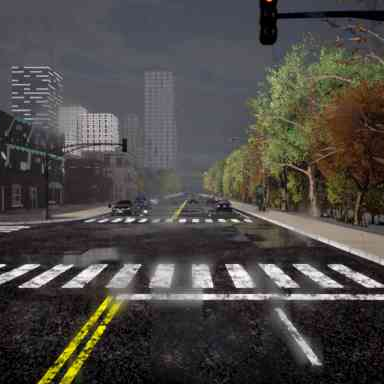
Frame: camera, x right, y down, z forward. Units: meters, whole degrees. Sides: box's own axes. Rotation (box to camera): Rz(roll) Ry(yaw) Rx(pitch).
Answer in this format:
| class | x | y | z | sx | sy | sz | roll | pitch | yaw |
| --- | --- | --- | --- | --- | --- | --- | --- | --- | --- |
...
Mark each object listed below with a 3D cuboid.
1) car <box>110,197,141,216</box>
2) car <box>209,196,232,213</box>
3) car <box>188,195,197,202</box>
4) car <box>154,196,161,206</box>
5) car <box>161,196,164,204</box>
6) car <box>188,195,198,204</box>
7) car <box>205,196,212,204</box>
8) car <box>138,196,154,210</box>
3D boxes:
| class | x | y | z | sx | sy | sz | roll | pitch | yaw |
| --- | --- | --- | --- | --- | --- | --- | --- | --- | --- |
| car | -6.524 | 1.516 | 32.588 | 1.812 | 1.442 | 4.674 | 0 | 0 | 0 |
| car | 3.428 | 1.535 | 37.502 | 2.033 | 1.411 | 5.357 | 0 | 0 | 0 |
| car | 0.157 | 1.471 | 74.398 | 1.837 | 1.490 | 4.892 | 0 | 0 | 0 |
| car | -6.472 | 1.507 | 53.074 | 1.812 | 1.442 | 4.674 | 0 | 0 | 0 |
| car | -6.407 | 1.468 | 63.973 | 2.128 | 1.511 | 4.902 | 0 | 0 | 1 |
| car | 0.229 | 1.578 | 62.070 | 1.895 | 1.301 | 4.718 | 0 | 0 | 0 |
| car | 3.477 | 1.524 | 62.126 | 2.033 | 1.411 | 5.357 | 0 | 0 | 0 |
| car | -6.500 | 1.337 | 42.781 | 2.097 | 1.767 | 4.553 | 0 | 0 | 0 |
